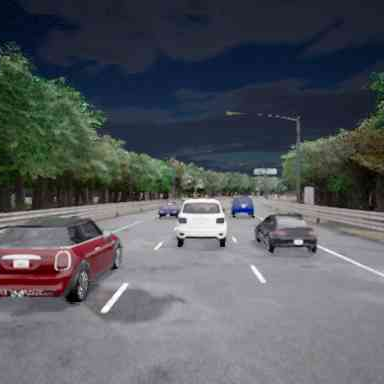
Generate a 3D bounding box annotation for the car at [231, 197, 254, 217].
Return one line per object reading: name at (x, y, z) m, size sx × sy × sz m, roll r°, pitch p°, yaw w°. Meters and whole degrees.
car at (5.169, 1.509, 34.409) m, size 2.150 × 2.045 × 5.566 m, roll 0°, pitch 0°, yaw 5°

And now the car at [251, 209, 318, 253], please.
car at (3.899, 1.653, 14.248) m, size 1.812 × 1.442 × 4.674 m, roll 0°, pitch 0°, yaw 2°

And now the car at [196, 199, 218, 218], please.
car at (1.652, 1.633, 34.185) m, size 2.097 × 1.767 × 4.553 m, roll 0°, pitch 0°, yaw 5°

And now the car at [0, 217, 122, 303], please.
car at (-3.256, 1.421, 8.547) m, size 2.097 × 1.767 × 4.553 m, roll 0°, pitch 0°, yaw 1°

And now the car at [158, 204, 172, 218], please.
car at (-2.006, 1.865, 32.608) m, size 1.895 × 1.301 × 4.718 m, roll 0°, pitch 0°, yaw 5°

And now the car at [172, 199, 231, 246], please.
car at (0.471, 1.360, 16.223) m, size 2.150 × 2.045 × 5.566 m, roll 0°, pitch 0°, yaw 2°
